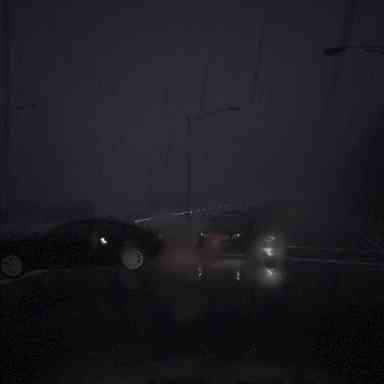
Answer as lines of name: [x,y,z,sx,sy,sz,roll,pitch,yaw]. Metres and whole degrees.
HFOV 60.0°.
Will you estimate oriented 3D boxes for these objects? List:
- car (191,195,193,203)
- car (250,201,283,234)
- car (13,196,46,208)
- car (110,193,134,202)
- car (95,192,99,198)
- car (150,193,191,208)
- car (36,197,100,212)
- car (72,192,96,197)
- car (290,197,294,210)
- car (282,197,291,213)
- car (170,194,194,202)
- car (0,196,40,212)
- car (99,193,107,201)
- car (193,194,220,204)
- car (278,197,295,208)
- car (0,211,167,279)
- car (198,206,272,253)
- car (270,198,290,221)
car: [-2.376,1.053,44.644,3.866,1.878,1.905,0,0,19]
car: [3.984,1.490,19.282,1.837,1.490,4.892,0,0,19]
car: [-21.645,1.273,44.288,3.633,1.501,1.845,0,0,19]
car: [-13.732,1.046,65.310,4.605,1.855,1.932,0,0,19]
car: [-21.776,1.298,67.993,3.806,1.475,1.970,0,0,19]
car: [-2.917,1.074,41.759,4.605,1.855,1.932,0,0,19]
car: [-9.006,1.356,24.201,3.633,1.501,1.845,0,0,19]
car: [-18.401,1.249,53.739,4.514,1.523,2.007,0,0,19]
car: [9.830,1.544,36.525,1.994,1.385,4.181,0,0,19]
car: [7.785,1.487,30.488,1.837,1.490,4.892,0,0,19]
car: [-2.024,1.258,68.675,4.514,1.523,2.007,0,0,19]
car: [-15.079,1.356,29.404,3.806,1.475,1.970,0,0,19]
car: [-20.131,1.014,70.946,3.866,1.878,1.905,0,0,19]
car: [1.727,1.126,56.763,5.027,1.636,2.152,0,0,19]
car: [13.596,1.468,47.653,2.128,1.511,4.902,0,0,19]
car: [-3.271,1.475,9.857,5.008,1.535,1.882,0,0,-15]
car: [1.832,1.514,13.876,1.812,1.442,4.674,0,0,24]
car: [5.901,1.475,24.927,2.128,1.511,4.902,0,0,19]
